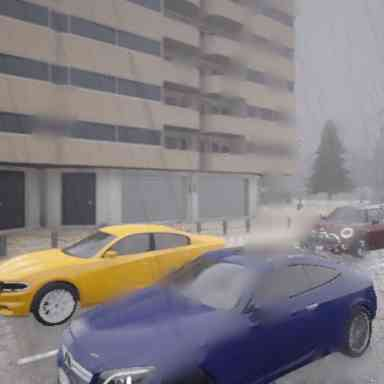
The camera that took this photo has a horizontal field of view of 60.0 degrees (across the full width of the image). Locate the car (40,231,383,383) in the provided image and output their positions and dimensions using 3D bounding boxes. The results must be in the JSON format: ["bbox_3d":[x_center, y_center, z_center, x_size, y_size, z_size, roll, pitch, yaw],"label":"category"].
[{"bbox_3d":[0.699,1.520,4.478,4.674,1.442,1.812,0,0,-35],"label":"car"}]

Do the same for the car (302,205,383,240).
[{"bbox_3d":[6.176,1.329,12.672,4.553,1.767,2.097,0,0,-35],"label":"car"}]

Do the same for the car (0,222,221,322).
[{"bbox_3d":[-1.469,1.473,7.231,5.008,1.535,1.882,0,0,-35],"label":"car"}]
